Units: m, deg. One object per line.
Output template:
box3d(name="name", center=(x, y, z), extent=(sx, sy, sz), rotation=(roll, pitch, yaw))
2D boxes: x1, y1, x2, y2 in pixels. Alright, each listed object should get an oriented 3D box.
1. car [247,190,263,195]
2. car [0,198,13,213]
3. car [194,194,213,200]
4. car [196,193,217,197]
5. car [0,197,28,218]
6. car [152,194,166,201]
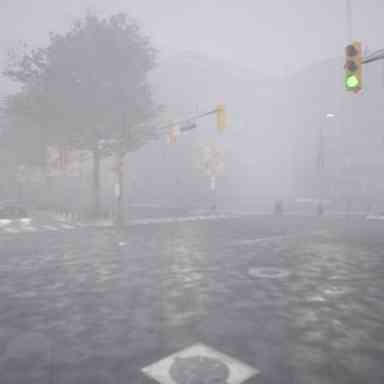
box3d(name="car", center=(17.034, 0.454, 88.234), extent=(2.435, 2.045, 5.566), rotation=(-1, 0, -36))
box3d(name="car", center=(-22.129, 1.509, 38.272), extent=(2.033, 1.411, 5.357), rotation=(-1, 0, -35))
box3d(name="car", center=(2.522, 1.051, 76.738), extent=(1.895, 1.301, 4.718), rotation=(-1, 0, -36))
box3d(name="car", center=(3.348, 0.974, 62.805), extent=(2.002, 1.452, 4.674), rotation=(-1, 0, -36))
box3d(name="car", center=(-16.090, 1.467, 29.822), extent=(1.837, 1.490, 4.892), rotation=(-1, 0, -36))
box3d(name="car", center=(-7.129, 1.103, 70.288), extent=(2.161, 1.482, 4.786), rotation=(-1, 0, -36))
